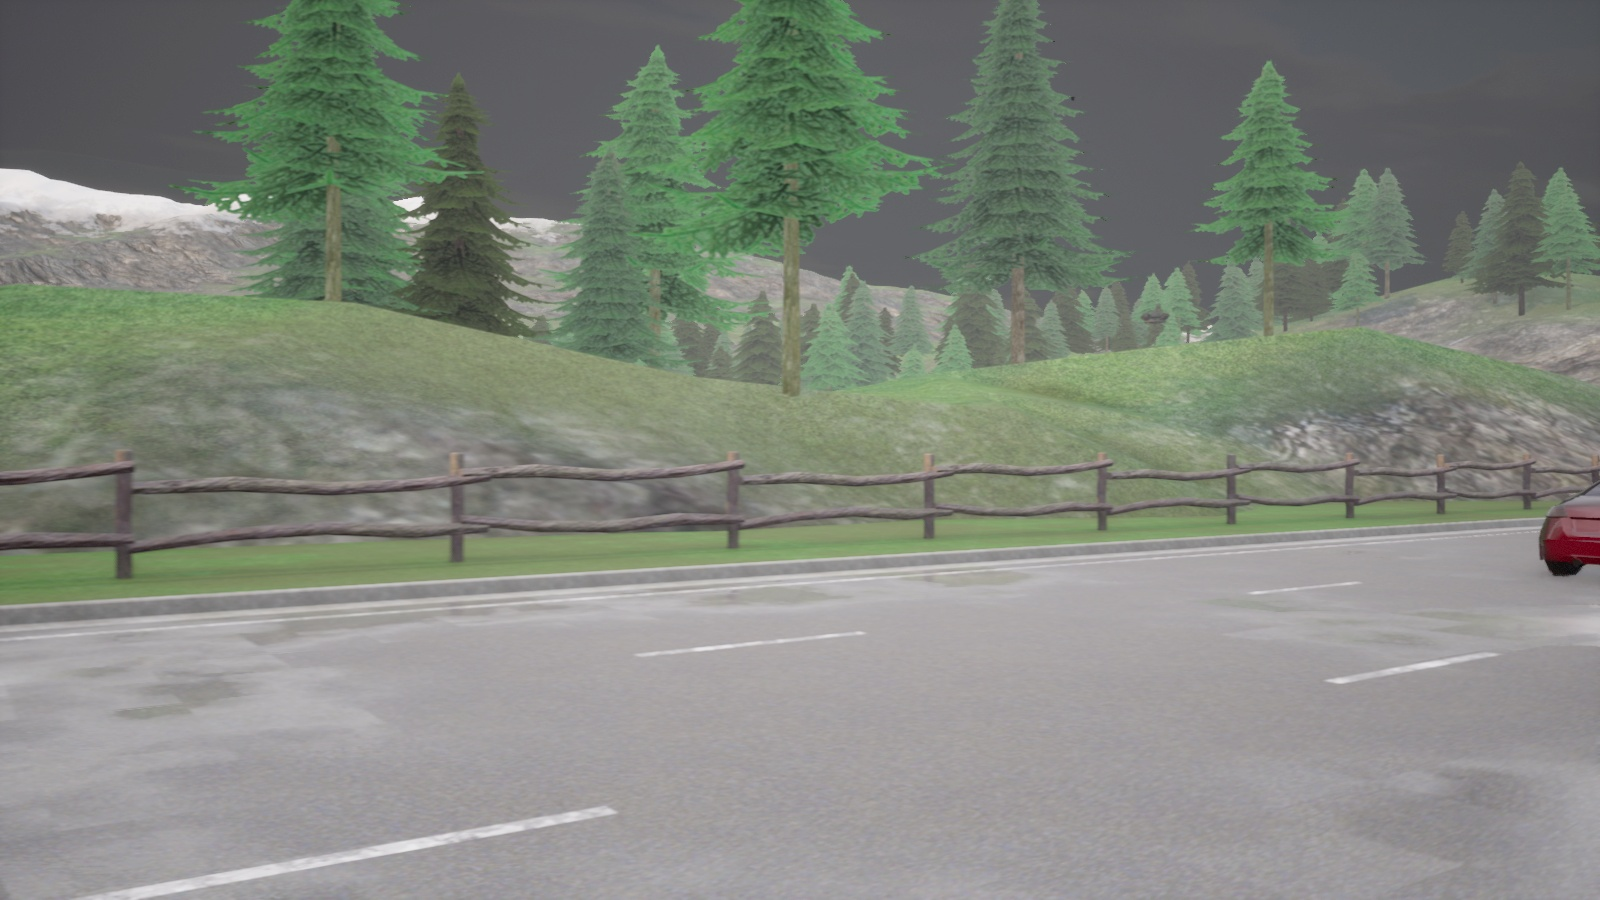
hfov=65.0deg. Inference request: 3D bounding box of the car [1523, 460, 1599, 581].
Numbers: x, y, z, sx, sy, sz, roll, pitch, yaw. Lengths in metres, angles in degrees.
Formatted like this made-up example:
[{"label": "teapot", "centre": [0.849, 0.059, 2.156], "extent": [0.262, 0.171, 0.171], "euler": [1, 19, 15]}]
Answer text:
[{"label": "car", "centre": [11.077, 0.824, 15.634], "extent": [4.181, 1.385, 1.994], "euler": [0, 0, -35]}]
